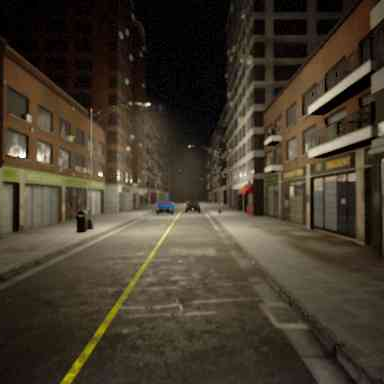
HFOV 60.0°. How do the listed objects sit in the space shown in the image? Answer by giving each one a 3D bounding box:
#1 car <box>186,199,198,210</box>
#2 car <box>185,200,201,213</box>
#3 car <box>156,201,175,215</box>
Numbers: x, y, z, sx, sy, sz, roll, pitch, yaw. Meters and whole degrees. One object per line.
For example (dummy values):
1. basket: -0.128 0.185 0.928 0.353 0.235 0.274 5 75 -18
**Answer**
1. car: 0.004 1.946 53.364 1.882 1.535 5.008 0 -1 0
2. car: 0.102 1.869 41.603 1.812 1.442 4.674 0 0 0
3. car: -2.999 1.796 38.332 1.882 1.535 5.008 0 -1 0
